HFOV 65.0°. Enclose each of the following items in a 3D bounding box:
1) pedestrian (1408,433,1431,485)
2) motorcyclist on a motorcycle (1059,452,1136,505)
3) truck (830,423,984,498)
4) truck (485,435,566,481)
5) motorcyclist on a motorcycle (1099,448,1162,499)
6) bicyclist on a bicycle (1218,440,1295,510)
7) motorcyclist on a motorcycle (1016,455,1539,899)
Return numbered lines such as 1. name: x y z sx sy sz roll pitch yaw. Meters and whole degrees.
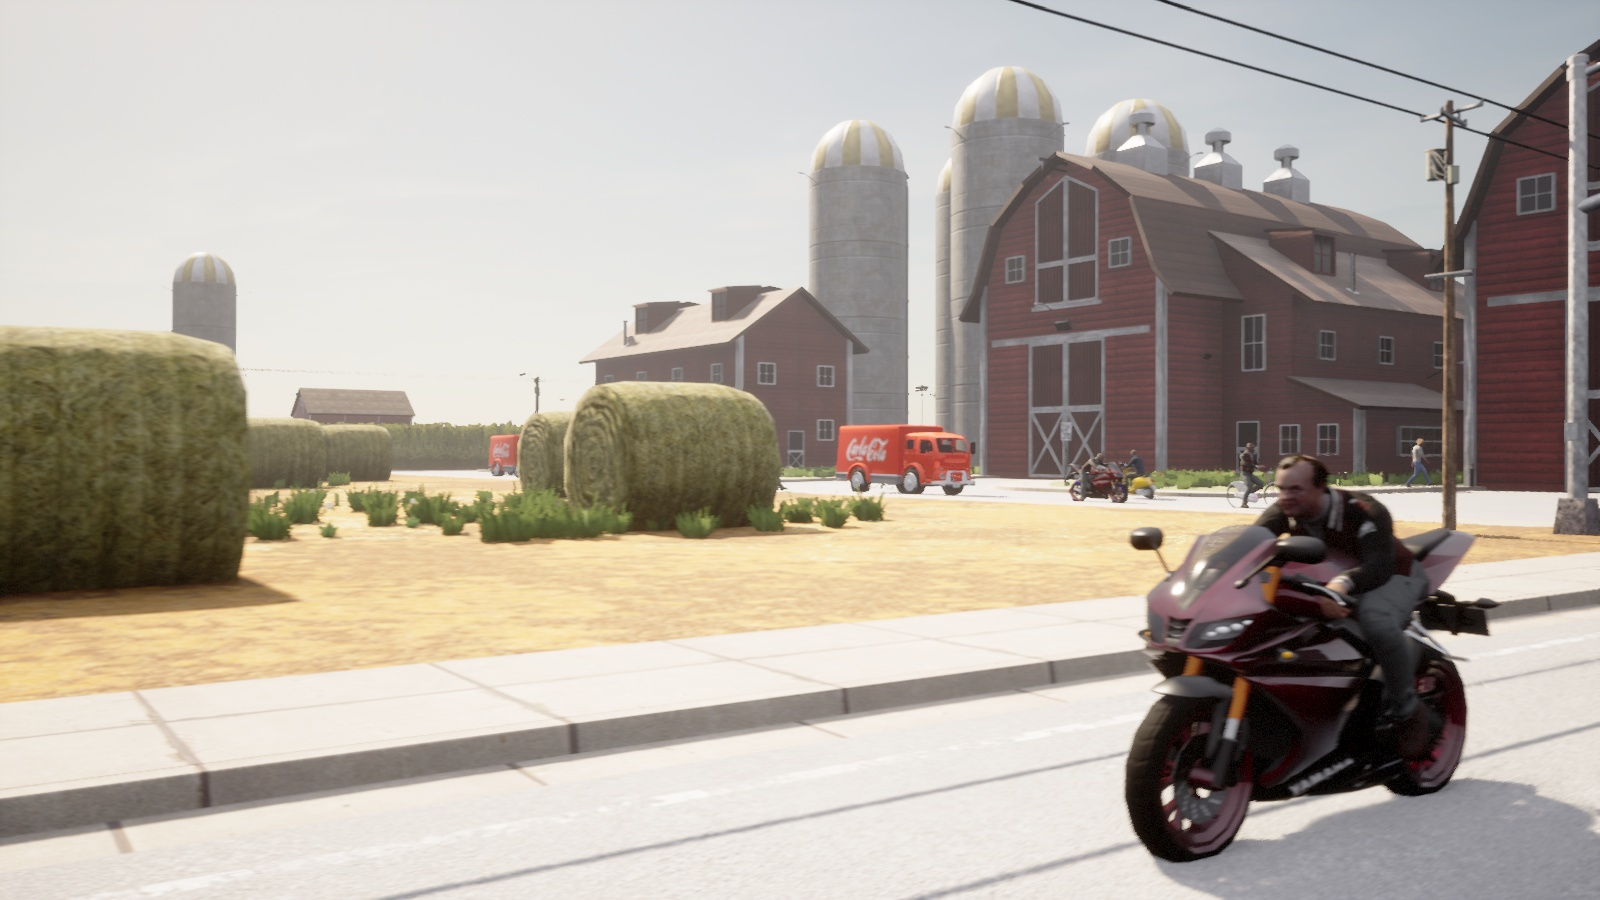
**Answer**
1. pedestrian: 22.172 0.323 44.940 0.706 1.836 0.354 0 0 18
2. motorcyclist on a motorcycle: 8.804 0.826 37.286 0.866 1.530 2.191 0 0 -36
3. truck: 3.701 0.322 44.341 2.627 2.467 5.204 0 1 -36
4. truck: -15.568 0.438 70.983 2.627 2.467 5.204 0 0 -36
5. motorcyclist on a motorcycle: 10.684 0.749 40.659 0.866 1.590 1.817 0 0 -36
6. bicyclist on a bicycle: 11.954 0.639 32.929 0.659 1.776 1.843 0 -1 -36
7. motorcyclist on a motorcycle: 1.968 0.788 5.028 2.191 1.530 0.866 0 0 -35
